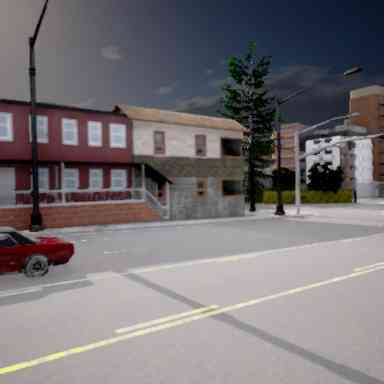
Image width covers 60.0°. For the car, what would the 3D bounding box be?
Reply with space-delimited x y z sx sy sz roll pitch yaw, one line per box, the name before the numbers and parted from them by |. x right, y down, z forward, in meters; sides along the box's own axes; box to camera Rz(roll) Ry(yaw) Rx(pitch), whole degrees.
car | -5.647 1.616 8.555 4.718 1.301 1.895 0 0 -36
